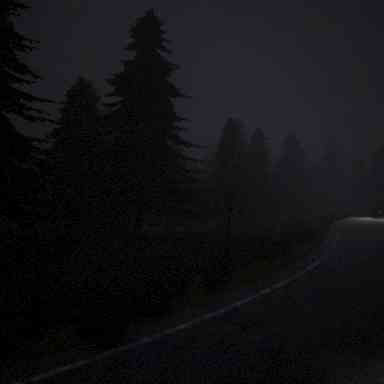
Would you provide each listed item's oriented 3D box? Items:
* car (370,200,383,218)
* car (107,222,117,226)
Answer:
[{"bbox_3d":[16.743,1.409,28.306,1.837,1.490,4.892,-1,-1,45],"label":"car"},{"bbox_3d":[-21.352,8.144,84.999,4.193,1.474,1.816,4,3,-5],"label":"car"}]
